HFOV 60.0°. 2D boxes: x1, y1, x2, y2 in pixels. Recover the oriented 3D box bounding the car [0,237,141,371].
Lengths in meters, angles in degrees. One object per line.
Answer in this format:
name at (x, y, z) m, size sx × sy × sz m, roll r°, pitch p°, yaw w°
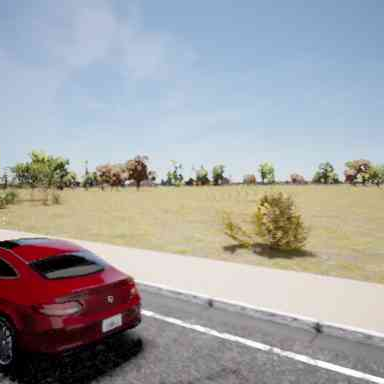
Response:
car at (-2.892, 1.517, 5.653) m, size 4.674 × 1.442 × 1.812 m, roll 0°, pitch 0°, yaw 36°
